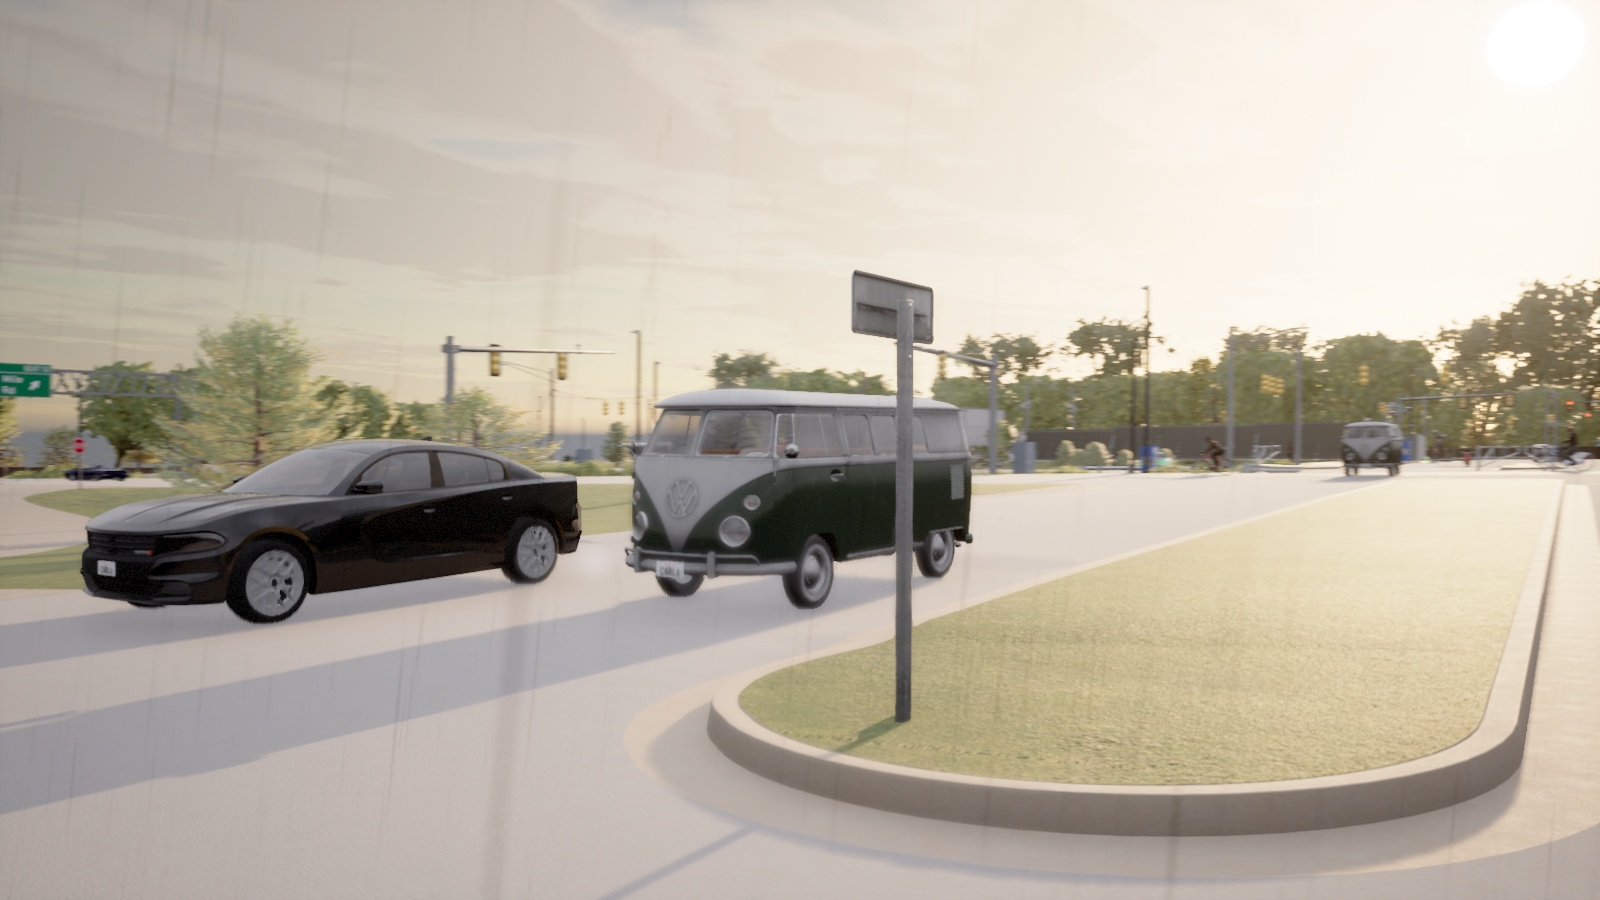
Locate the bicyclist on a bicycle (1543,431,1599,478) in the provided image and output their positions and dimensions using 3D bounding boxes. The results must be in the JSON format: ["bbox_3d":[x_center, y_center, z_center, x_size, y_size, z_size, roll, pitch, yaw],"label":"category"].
[{"bbox_3d":[29.427,0.184,47.916,1.843,1.776,0.659,-1,-2,32],"label":"bicyclist on a bicycle"}]

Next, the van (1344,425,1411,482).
[{"bbox_3d":[21.415,0.132,46.505,1.775,1.987,4.442,-1,0,31],"label":"van"}]

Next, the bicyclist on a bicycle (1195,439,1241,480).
[{"bbox_3d":[17.115,0.398,51.454,1.656,1.620,0.582,-1,0,32],"label":"bicyclist on a bicycle"}]

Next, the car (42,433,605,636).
[{"bbox_3d":[-4.281,0.609,12.247,1.882,1.535,5.008,1,1,32],"label":"car"}]

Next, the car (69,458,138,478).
[{"bbox_3d":[-45.721,1.177,82.410,4.718,1.301,1.895,-1,0,32],"label":"car"}]

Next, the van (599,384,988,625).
[{"bbox_3d":[0.142,0.410,12.686,1.775,1.987,4.442,1,1,33],"label":"van"}]
